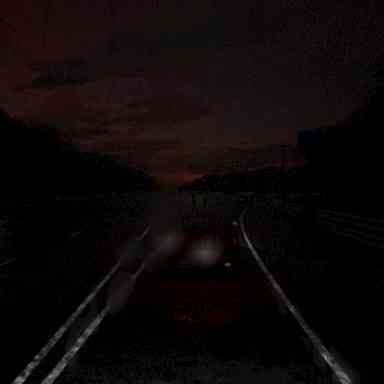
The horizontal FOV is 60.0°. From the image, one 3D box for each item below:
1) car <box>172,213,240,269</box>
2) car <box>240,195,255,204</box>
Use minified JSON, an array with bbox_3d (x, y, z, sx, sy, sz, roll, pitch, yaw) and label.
[{"bbox_3d":[0.499,1.417,11.029,1.882,1.535,5.008,0,1,4],"label":"car"},{"bbox_3d":[9.207,1.274,55.360,2.033,1.411,5.357,0,0,18],"label":"car"}]
